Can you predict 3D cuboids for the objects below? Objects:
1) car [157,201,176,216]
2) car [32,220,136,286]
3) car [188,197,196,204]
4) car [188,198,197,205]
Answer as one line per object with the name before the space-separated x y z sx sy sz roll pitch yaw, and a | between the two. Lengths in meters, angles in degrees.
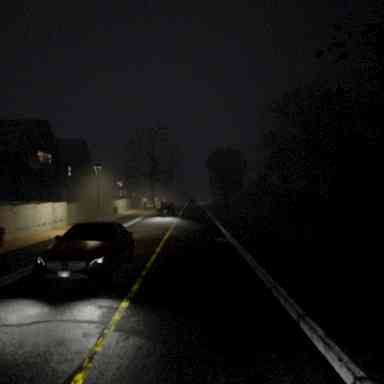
car | -2.750 1.760 36.571 2.128 1.511 4.902 0 -1 0
car | -2.843 1.596 9.769 1.812 1.442 4.674 0 -1 0
car | 0.002 2.026 79.794 1.994 1.385 4.181 0 0 0
car | 0.002 1.995 69.365 1.837 1.490 4.892 0 0 0
